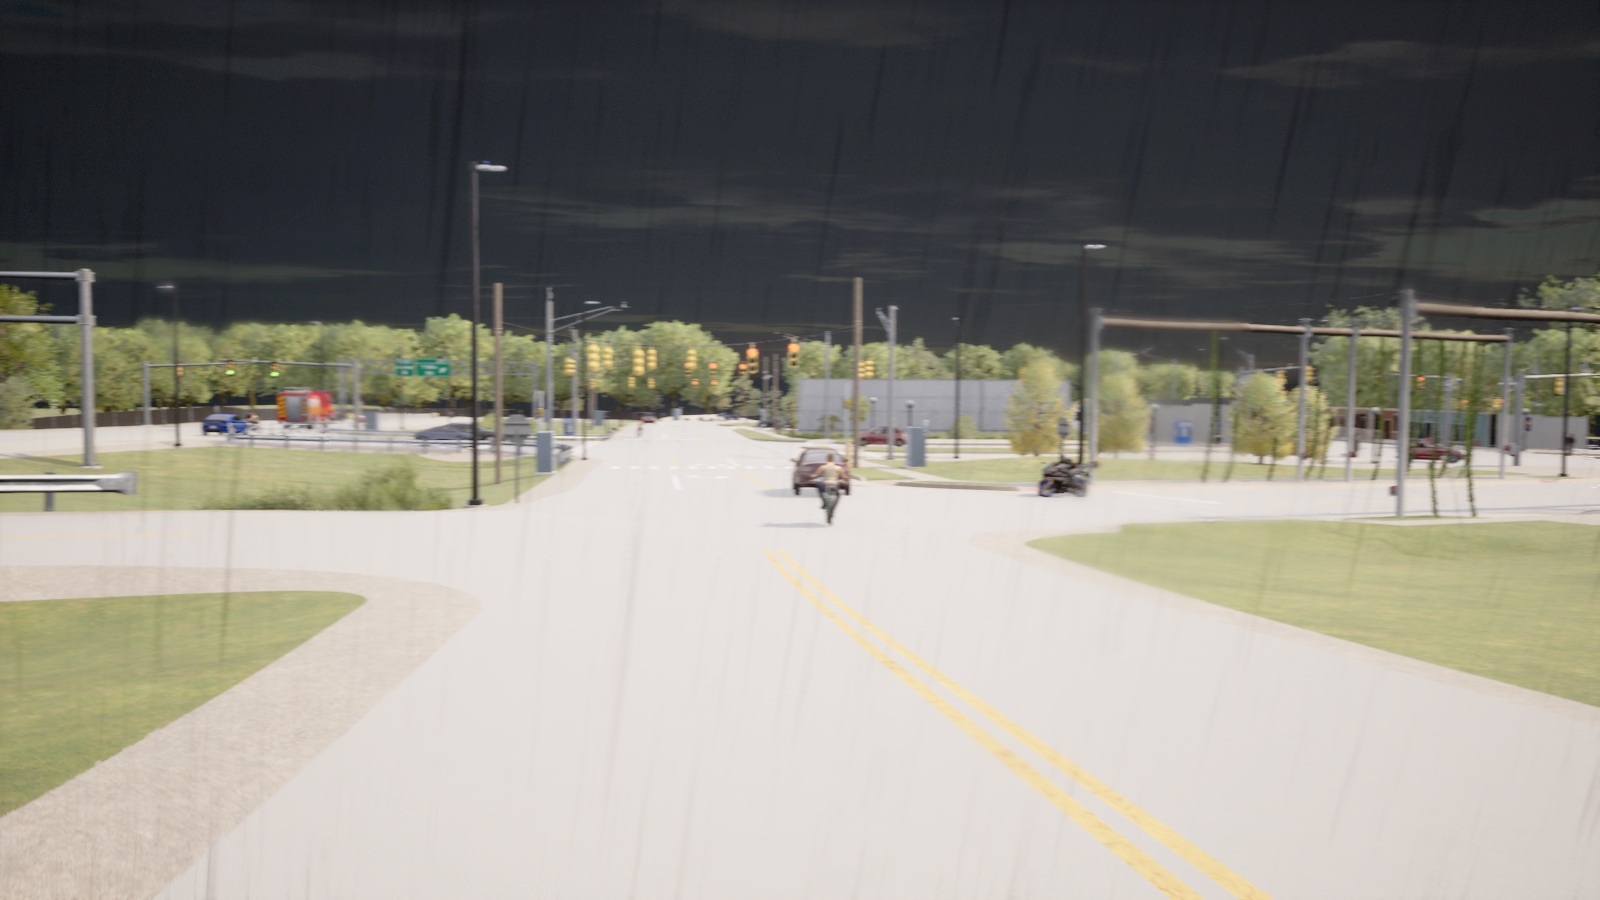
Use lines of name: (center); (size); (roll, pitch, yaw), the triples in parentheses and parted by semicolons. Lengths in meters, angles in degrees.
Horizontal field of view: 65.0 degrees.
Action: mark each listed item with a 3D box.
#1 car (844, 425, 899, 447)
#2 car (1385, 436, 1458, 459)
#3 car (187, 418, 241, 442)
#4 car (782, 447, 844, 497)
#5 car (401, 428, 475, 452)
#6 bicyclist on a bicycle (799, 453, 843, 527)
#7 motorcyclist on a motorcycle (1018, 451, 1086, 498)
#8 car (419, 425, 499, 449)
car: (5.373, -1.076, 94.911); (3.988, 1.617, 1.851); (0, 2, -1)
car: (42.374, -0.188, 85.718); (4.193, 1.474, 1.816); (1, 2, 16)
car: (-39.685, -1.391, 85.160); (1.882, 1.535, 5.008); (2, 1, -7)
car: (0.381, 0.682, 41.476); (1.812, 1.442, 4.674); (0, 2, -2)
car: (-22.794, -0.649, 79.256); (4.181, 1.385, 1.994); (1, 2, -5)
bicyclist on a bicycle: (0.455, 0.879, 28.256); (0.866, 1.612, 1.509); (0, 1, -3)
motorcyclist on a motorcycle: (8.562, 0.829, 42.638); (2.191, 1.530, 0.866); (0, 2, -30)
car: (-22.471, -0.858, 82.908); (4.892, 1.490, 1.837); (0, 2, -9)
